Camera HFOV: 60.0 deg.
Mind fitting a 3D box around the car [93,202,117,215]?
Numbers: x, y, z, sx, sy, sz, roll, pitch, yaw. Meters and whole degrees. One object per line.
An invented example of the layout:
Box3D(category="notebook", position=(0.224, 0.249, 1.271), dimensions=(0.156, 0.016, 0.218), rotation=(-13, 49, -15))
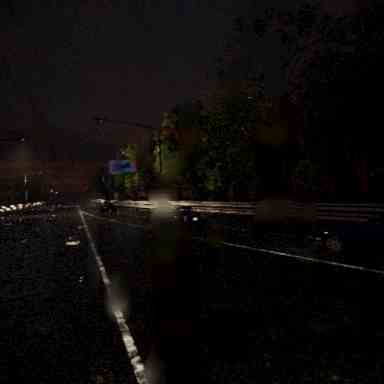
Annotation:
Box3D(category="car", position=(-10.776, 2.051, 41.812), dimensions=(1.837, 1.490, 4.892), rotation=(-3, 0, -25))

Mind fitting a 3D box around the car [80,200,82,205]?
Box3D(category="car", position=(-27.098, 2.901, 84.500), dimensions=(1.882, 1.535, 5.008), rotation=(-3, 0, -19))

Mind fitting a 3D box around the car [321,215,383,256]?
Box3D(category="car", position=(6.374, 1.380, 10.439), dimensions=(1.812, 1.442, 4.674), rotation=(-3, 1, -33))

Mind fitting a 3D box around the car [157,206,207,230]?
Box3D(category="car", position=(-0.784, 1.675, 22.333), dimensions=(1.994, 1.385, 4.181), rotation=(-3, 1, -30))

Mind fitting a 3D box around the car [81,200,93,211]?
Box3D(category="car", position=(-17.722, 2.467, 58.266), dimensions=(2.033, 1.411, 5.357), rotation=(-3, 0, -21))
